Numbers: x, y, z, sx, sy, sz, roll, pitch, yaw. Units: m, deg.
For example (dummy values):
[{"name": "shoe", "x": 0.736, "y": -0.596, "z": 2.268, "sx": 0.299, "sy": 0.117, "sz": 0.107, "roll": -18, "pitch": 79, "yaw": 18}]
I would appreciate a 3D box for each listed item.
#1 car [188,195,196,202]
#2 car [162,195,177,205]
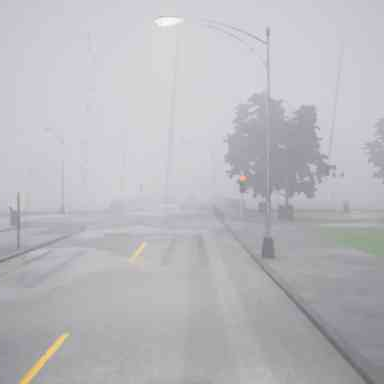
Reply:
[{"name": "car", "x": 0.000, "y": 1.229, "z": 69.108, "sx": 2.033, "sy": 1.411, "sz": 5.357, "roll": 0, "pitch": 0, "yaw": 0}, {"name": "car", "x": -4.051, "y": 1.448, "z": 56.999, "sx": 1.994, "sy": 1.385, "sz": 4.181, "roll": 0, "pitch": 0, "yaw": 0}]
